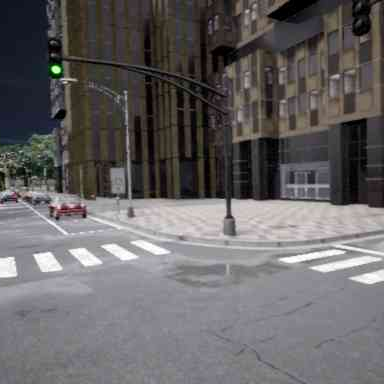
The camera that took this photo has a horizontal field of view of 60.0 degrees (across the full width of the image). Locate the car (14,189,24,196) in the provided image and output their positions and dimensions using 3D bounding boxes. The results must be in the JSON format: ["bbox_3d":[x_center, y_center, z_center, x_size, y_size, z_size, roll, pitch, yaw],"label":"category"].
[{"bbox_3d":[-40.906,0.080,78.756,1.887,1.381,4.507,-3,2,-30],"label":"car"}]

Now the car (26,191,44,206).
[{"bbox_3d":[-16.518,0.776,36.333,2.008,1.369,4.403,-3,2,-30],"label":"car"}]

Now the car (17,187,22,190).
[{"bbox_3d":[-30.152,0.362,60.047,1.752,1.417,4.829,-3,2,-30],"label":"car"}]

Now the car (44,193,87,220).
[{"bbox_3d":[-8.392,0.901,22.188,1.967,1.590,4.097,-3,2,-30],"label":"car"}]

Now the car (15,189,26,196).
[{"bbox_3d":[-38.282,0.134,74.188,1.752,1.417,4.829,-3,2,-30],"label":"car"}]

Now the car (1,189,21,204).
[{"bbox_3d":[-24.021,0.734,43.847,1.812,1.442,4.674,-3,2,-30],"label":"car"}]

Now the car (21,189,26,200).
[{"bbox_3d":[-21.938,0.615,45.760,1.887,1.381,4.507,-3,2,-30],"label":"car"}]

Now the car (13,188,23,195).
[{"bbox_3d":[-43.620,-0.099,83.465,1.967,1.590,4.097,-3,2,-30],"label":"car"}]

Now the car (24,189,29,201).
[{"bbox_3d":[-19.228,0.692,41.047,1.887,1.381,4.507,-3,2,-30],"label":"car"}]

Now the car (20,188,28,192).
[{"bbox_3d":[-24.733,0.516,50.620,1.752,1.417,4.829,-3,2,-30],"label":"car"}]
